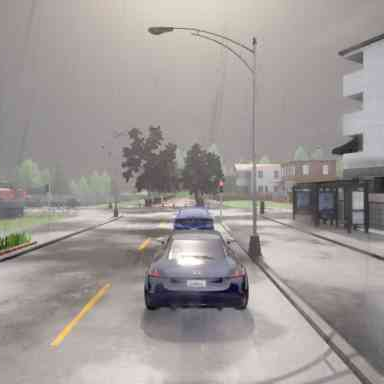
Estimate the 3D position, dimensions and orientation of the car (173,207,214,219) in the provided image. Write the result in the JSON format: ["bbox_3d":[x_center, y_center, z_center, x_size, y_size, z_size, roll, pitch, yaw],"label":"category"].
[{"bbox_3d":[0.080,1.478,16.791,1.882,1.535,5.008,0,0,0],"label":"car"}]

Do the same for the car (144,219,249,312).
[{"bbox_3d":[0.090,1.564,7.808,1.994,1.385,4.181,0,0,0],"label":"car"}]
